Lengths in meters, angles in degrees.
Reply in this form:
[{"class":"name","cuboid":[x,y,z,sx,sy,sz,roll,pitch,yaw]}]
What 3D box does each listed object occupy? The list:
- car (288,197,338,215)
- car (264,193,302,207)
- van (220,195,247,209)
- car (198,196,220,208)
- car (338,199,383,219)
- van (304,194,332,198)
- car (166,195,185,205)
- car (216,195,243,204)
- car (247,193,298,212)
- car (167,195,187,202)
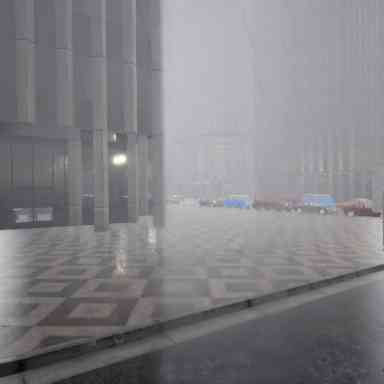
[{"class":"car","cuboid":[12.324,1.549,33.398,2.008,1.369,4.403,-1,1,-36]},{"class":"car","cuboid":[12.844,1.130,47.334,2.192,1.841,5.009,-1,1,-36]},{"class":"van","cuboid":[5.896,1.294,42.386,1.690,1.788,3.998,-1,1,-36]},{"class":"car","cuboid":[2.684,1.371,46.881,1.967,1.590,4.097,-1,1,-36]},{"class":"car","cuboid":[15.537,1.566,28.903,1.887,1.381,4.507,-1,1,-36]},{"class":"van","cuboid":[16.056,1.178,42.838,1.690,1.788,3.998,-1,1,-36]},{"class":"car","cuboid":[-3.742,1.438,55.872,2.008,1.369,4.403,-1,1,-36]},{"class":"car","cuboid":[6.325,1.296,56.466,1.752,1.417,4.829,-1,1,-36]},{"class":"car","cuboid":[9.109,1.290,37.890,2.192,1.841,5.009,-1,1,-36]},{"class":"car","cuboid":[-3.210,1.257,69.815,2.008,1.369,4.403,-1,1,-36]}]
